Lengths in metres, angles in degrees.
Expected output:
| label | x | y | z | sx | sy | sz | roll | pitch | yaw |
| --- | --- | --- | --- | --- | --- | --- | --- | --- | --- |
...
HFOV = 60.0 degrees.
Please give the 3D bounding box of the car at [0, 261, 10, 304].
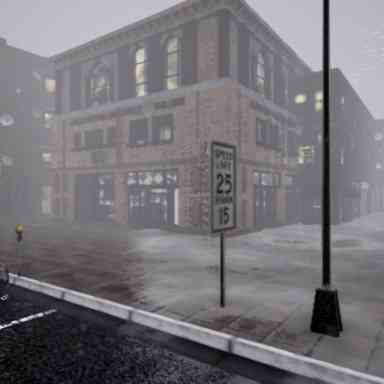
| label | x | y | z | sx | sy | sz | roll | pitch | yaw |
| --- | --- | --- | --- | --- | --- | --- | --- | --- | --- |
| car | -5.352 | 1.560 | 6.694 | 4.403 | 1.369 | 2.008 | 0 | 0 | 36 |
